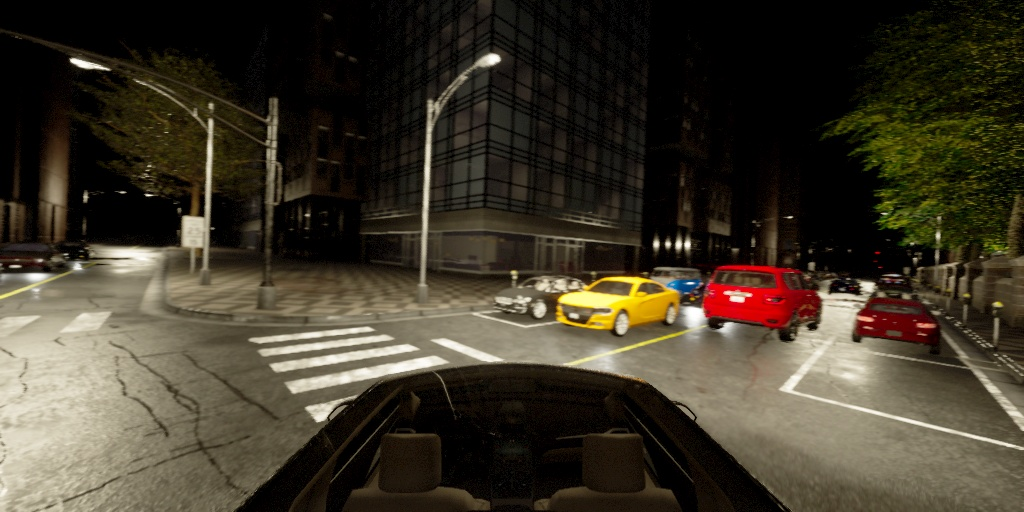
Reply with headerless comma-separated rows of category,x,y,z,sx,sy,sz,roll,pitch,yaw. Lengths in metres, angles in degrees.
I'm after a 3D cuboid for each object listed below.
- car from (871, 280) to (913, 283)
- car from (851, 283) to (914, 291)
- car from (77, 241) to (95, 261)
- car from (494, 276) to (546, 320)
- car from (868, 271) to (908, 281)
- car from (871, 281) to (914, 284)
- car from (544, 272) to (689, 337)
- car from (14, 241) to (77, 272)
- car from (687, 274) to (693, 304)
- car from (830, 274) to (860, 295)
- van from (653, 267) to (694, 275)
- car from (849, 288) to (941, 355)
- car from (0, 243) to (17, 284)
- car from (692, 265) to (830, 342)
car,23.175,2.419,21.907,4.207,1.307,1.802,0,0,-43
car,15.159,2.032,14.305,4.403,1.370,2.007,0,0,-43
car,-31.637,-0.389,25.731,1.994,1.385,4.181,2,1,-44
car,1.281,1.377,12.885,4.403,1.370,2.007,0,0,-43
car,27.182,2.322,25.708,5.009,1.841,2.192,0,0,-43
car,19.165,2.227,18.107,4.313,1.339,1.948,0,0,-43
car,3.473,1.408,11.263,5.008,1.535,1.882,3,0,-43
car,-24.932,-0.011,18.643,2.033,1.411,5.357,2,1,-43
car,10.603,1.828,18.033,4.181,1.385,1.994,3,0,-44
car,27.880,2.549,30.005,4.674,1.442,1.812,2,0,-43
van,9.295,1.541,20.487,3.998,1.789,1.690,0,0,-43
car,11.152,1.879,10.505,4.207,1.307,1.802,0,0,-43
car,-18.041,0.385,11.360,5.357,1.411,2.033,3,1,42
car,8.242,1.379,11.628,5.566,2.045,2.150,3,0,-41
